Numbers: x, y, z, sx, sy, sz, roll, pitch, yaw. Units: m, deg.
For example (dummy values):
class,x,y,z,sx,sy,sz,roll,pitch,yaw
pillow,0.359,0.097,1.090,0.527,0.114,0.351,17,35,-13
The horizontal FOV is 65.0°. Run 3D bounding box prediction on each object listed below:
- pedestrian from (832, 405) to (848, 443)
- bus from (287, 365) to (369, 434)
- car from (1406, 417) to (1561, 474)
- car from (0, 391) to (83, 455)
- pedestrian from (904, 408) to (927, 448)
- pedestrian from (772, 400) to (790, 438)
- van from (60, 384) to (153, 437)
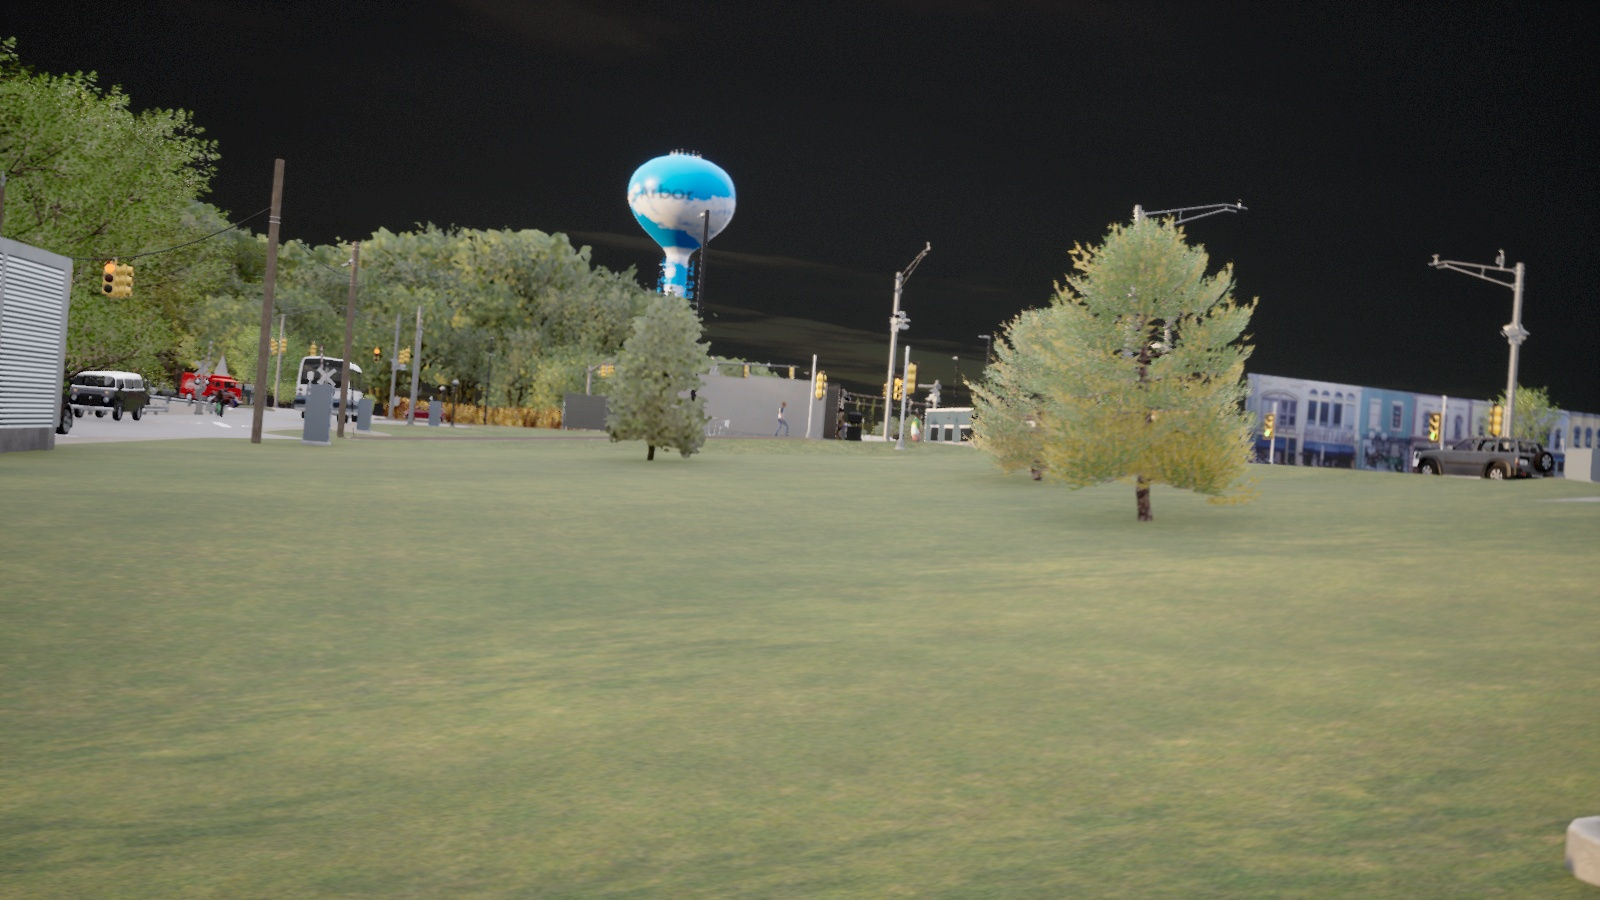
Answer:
class,x,y,z,sx,sy,sz,roll,pitch,yaw
pedestrian,2.065,-1.353,65.086,0.692,1.930,0.396,3,-1,5
bus,-32.969,-3.454,88.144,3.944,4.253,10.273,4,0,-14
car,24.540,-0.188,45.295,1.932,1.855,4.605,4,0,-23
car,-22.248,-0.803,35.476,2.033,1.649,4.856,4,1,-12
pedestrian,5.833,-1.087,63.406,0.873,1.952,0.659,3,-1,-14
pedestrian,-0.915,-1.506,61.236,0.706,1.836,0.354,3,-1,-15
van,-29.388,-1.675,53.368,2.069,2.038,4.480,3,1,-11
